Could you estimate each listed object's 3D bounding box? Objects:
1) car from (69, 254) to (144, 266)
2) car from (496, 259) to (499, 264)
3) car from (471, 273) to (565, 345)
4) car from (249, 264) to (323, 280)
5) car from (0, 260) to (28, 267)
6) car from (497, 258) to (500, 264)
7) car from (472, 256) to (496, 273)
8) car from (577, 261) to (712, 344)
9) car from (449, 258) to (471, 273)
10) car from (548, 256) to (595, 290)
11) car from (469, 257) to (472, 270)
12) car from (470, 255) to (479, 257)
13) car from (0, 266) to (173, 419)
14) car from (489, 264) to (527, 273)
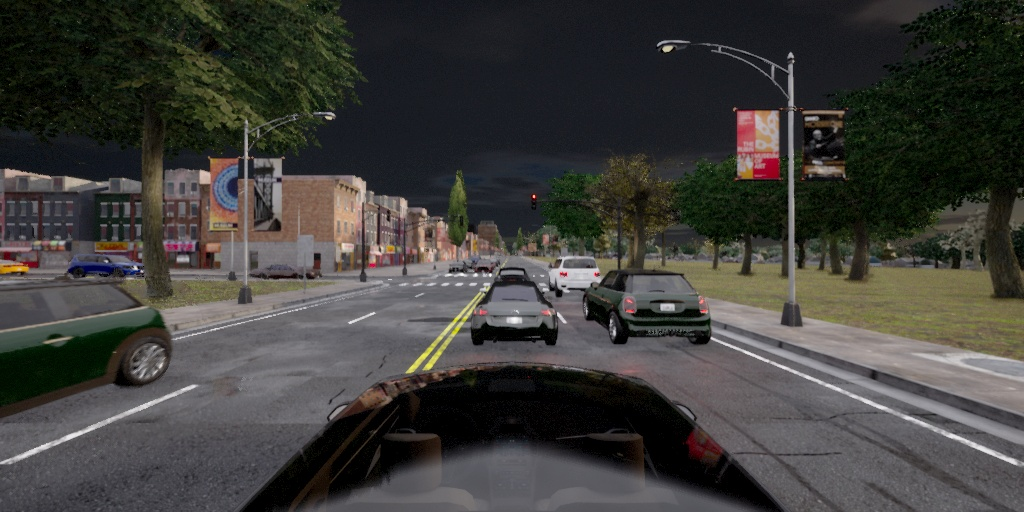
[{"bbox_3d":[-34.661,0.901,30.957,5.566,2.045,2.150,2,0,0],"label":"car"},{"bbox_3d":[-3.436,1.391,53.499,1.895,1.301,4.718,0,0,0],"label":"car"},{"bbox_3d":[0.061,1.329,9.539,1.994,1.385,4.181,0,0,0],"label":"car"},{"bbox_3d":[-19.426,1.369,30.929,5.357,1.411,2.033,1,0,-3],"label":"car"},{"bbox_3d":[-48.963,1.104,33.837,5.008,1.535,1.882,0,0,0],"label":"car"},{"bbox_3d":[-3.423,1.173,63.940,1.882,1.535,5.008,0,1,0],"label":"car"},{"bbox_3d":[-3.424,1.200,44.507,2.097,1.767,4.553,0,0,0],"label":"car"},{"bbox_3d":[3.313,1.118,9.736,2.097,1.767,4.553,0,0,0],"label":"car"},{"bbox_3d":[-6.674,1.352,44.761,1.837,1.490,4.892,0,0,0],"label":"car"},{"bbox_3d":[3.264,1.046,19.449,2.150,2.045,5.566,0,0,0],"label":"car"},{"bbox_3d":[-6.686,1.289,54.157,1.837,1.490,4.892,0,1,0],"label":"car"},{"bbox_3d":[-6.669,0.909,64.352,2.150,2.045,5.566,0,1,0],"label":"car"},{"bbox_3d":[-6.597,1.099,3.887,2.097,1.767,4.553,0,0,0],"label":"car"},{"bbox_3d":[0.014,1.324,18.451,1.837,1.490,4.892,0,0,0],"label":"car"}]
